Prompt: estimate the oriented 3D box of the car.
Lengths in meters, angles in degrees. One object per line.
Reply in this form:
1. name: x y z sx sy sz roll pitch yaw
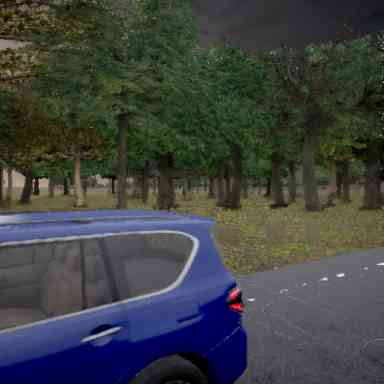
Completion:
1. car: -2.046 1.223 2.533 5.566 2.045 2.150 0 0 -36
